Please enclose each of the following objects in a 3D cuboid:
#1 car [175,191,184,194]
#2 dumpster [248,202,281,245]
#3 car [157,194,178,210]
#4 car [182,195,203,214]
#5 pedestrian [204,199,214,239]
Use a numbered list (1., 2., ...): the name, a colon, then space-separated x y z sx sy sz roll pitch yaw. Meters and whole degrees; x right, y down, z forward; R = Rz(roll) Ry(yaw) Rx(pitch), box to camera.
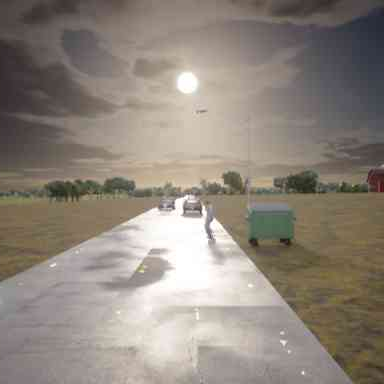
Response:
1. car: -2.759 0.814 79.329 2.150 2.045 5.566 0 0 0
2. dumpster: 3.123 1.303 14.501 1.020 1.700 1.940 0 0 0
3. car: -2.848 1.271 37.979 2.128 1.511 4.902 0 0 0
4. car: 0.064 1.299 32.566 2.128 1.511 4.902 0 0 0
5. pedestrian: 0.783 1.198 15.143 0.375 1.860 0.375 0 0 -10
